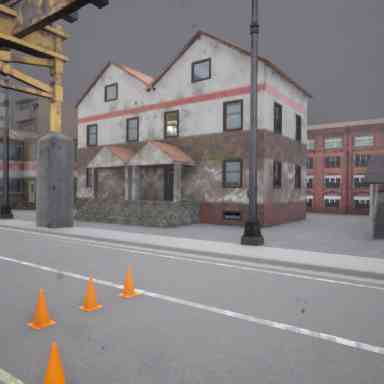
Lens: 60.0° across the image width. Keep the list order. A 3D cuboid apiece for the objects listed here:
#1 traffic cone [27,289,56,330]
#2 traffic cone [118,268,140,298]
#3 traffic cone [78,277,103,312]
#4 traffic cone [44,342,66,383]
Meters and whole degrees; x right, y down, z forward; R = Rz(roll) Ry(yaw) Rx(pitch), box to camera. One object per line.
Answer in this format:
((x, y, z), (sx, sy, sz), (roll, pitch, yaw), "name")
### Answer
((-2.546, 1.949, 5.630), (0.340, 0.580, 0.340), (0, 0, 36), "traffic cone")
((-1.375, 1.949, 7.251), (0.340, 0.580, 0.340), (0, 0, 36), "traffic cone")
((-1.960, 1.949, 6.441), (0.340, 0.580, 0.340), (0, 0, 36), "traffic cone")
((-1.509, 1.952, 3.648), (0.340, 0.580, 0.340), (0, 0, 36), "traffic cone")
